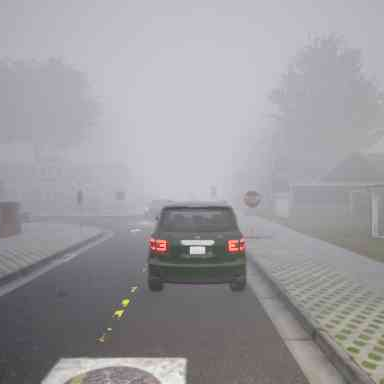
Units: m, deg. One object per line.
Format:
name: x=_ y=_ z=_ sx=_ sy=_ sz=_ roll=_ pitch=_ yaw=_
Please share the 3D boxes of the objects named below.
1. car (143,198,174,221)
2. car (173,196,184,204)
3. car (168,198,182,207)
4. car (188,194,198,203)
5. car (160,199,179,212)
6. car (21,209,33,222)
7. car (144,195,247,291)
car: x=-2.764 y=1.385 z=28.289 sx=2.097 sy=1.767 sz=4.553 roll=1 pitch=-1 yaw=0
car: x=-2.609 y=1.628 z=66.758 sx=1.882 sy=1.535 sz=5.008 roll=0 pitch=0 yaw=1
car: x=-2.700 y=1.706 z=53.563 sx=1.895 sy=1.301 sz=4.718 roll=0 pitch=0 yaw=0
car: x=0.202 y=1.429 z=78.620 sx=2.150 sy=2.045 sz=5.566 roll=0 pitch=0 yaw=0
car: x=-2.733 y=1.640 z=41.478 sx=1.994 sy=1.385 sz=4.181 roll=0 pitch=0 yaw=0
car: x=-13.584 y=1.405 z=23.165 sx=4.674 sy=1.442 sz=1.812 roll=1 pitch=0 yaw=0
car: x=0.121 y=1.229 z=9.143 sx=2.150 sy=2.045 sz=5.566 roll=0 pitch=0 yaw=0
